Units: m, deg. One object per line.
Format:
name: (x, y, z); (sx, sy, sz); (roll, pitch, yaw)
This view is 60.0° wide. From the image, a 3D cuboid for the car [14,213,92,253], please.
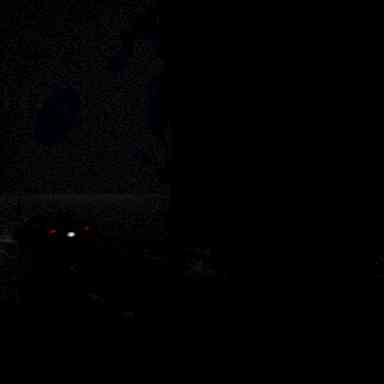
car: (-5.879, 1.551, 13.867); (1.994, 1.385, 4.181); (0, 0, -43)
